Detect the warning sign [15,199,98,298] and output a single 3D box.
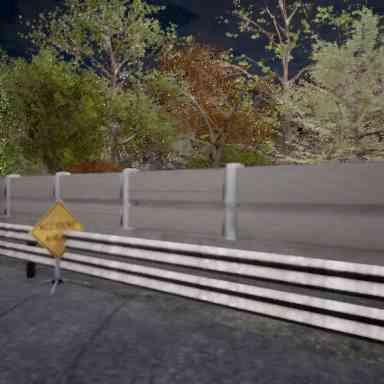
[{"bbox_3d":[-2.929,1.107,7.253,1.060,1.860,1.300,0,0,36],"label":"warning sign"}]
